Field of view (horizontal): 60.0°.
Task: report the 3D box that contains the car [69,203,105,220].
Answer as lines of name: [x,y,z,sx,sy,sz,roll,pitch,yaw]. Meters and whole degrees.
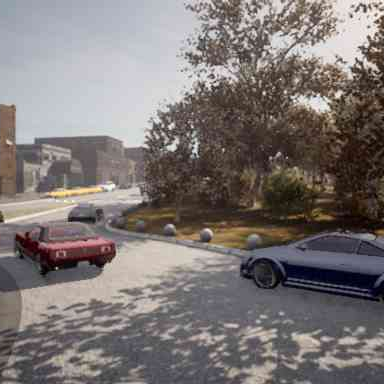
car: [-7.902,1.531,25.172,1.994,1.385,4.181,0,1,-5]

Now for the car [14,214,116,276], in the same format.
car: [-4.246,1.623,10.586,1.895,1.301,4.718,0,0,-38]

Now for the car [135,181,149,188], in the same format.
car: [-13.560,-2.058,90.295,2.231,1.521,4.892,0,3,11]

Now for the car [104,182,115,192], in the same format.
car: [-17.800,-1.024,68.594,2.435,2.045,5.566,0,3,11]

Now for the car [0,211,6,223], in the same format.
car: [-13.997,1.537,20.486,4.902,1.511,2.128,0,0,13]

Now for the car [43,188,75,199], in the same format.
car: [-21.037,0.207,52.095,1.946,1.575,5.366,0,3,11]

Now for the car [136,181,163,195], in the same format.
car: [-7.543,-0.589,59.659,2.150,2.045,5.566,0,3,11]

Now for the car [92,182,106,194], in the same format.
car: [-18.912,-0.438,62.917,1.946,1.575,5.366,0,3,11]

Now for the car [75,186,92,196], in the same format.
car: [-19.970,-0.117,57.504,1.946,1.575,5.366,0,3,11]

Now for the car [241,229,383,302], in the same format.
car: [3.263,1.577,7.735,4.181,1.385,1.994,0,0,34]

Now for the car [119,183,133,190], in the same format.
car: [-15.687,-1.385,79.434,2.163,1.488,4.792,0,3,11]
